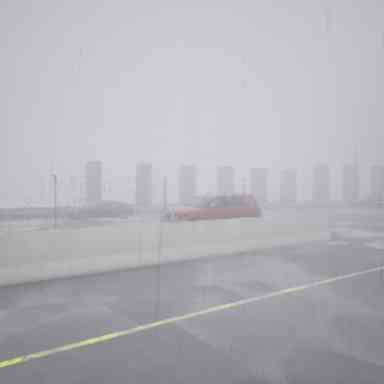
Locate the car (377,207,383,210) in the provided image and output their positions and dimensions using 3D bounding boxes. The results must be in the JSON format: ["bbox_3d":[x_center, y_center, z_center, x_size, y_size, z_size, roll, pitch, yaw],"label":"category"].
[{"bbox_3d":[6.885,1.286,8.127,4.553,1.767,2.097,0,0,-32],"label":"car"}]

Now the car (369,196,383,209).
[{"bbox_3d":[21.996,1.333,36.046,4.718,1.301,1.895,0,0,-24],"label":"car"}]

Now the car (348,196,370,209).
[{"bbox_3d":[20.694,1.195,39.282,5.008,1.535,1.882,0,0,-23],"label":"car"}]

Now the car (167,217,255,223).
[{"bbox_3d":[1.112,1.118,17.168,5.566,2.045,2.150,-1,0,-32],"label":"car"}]
